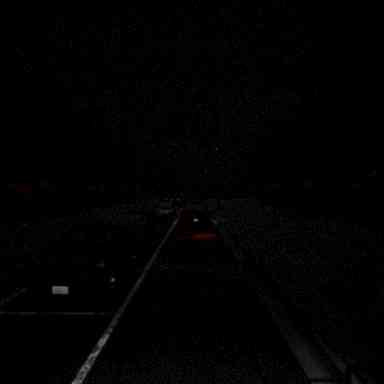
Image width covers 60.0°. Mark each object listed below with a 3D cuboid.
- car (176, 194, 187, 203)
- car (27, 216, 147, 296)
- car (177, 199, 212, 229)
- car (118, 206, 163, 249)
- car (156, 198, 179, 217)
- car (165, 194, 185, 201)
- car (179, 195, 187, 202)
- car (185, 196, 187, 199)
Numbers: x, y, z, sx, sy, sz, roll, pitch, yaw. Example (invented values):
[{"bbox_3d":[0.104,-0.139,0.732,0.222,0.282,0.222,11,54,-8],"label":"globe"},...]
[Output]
[{"bbox_3d":[-2.168,1.321,69.580,2.192,1.841,5.009,1,0,0],"label":"car"},{"bbox_3d":[-2.566,1.558,8.725,1.947,1.339,4.313,1,0,0],"label":"car"},{"bbox_3d":[0.239,1.469,21.670,1.882,1.535,5.008,0,0,0],"label":"car"},{"bbox_3d":[-2.529,1.535,14.257,1.887,1.381,4.507,1,0,0],"label":"car"},{"bbox_3d":[-2.423,1.568,30.854,1.802,1.307,4.206,1,0,0],"label":"car"},{"bbox_3d":[-2.466,1.212,44.241,2.150,2.045,5.566,0,0,0],"label":"car"},{"bbox_3d":[-2.103,1.544,80.474,1.752,1.417,4.829,1,0,0],"label":"car"},{"bbox_3d":[0.373,1.555,43.327,1.994,1.385,4.181,0,0,1],"label":"car"}]
